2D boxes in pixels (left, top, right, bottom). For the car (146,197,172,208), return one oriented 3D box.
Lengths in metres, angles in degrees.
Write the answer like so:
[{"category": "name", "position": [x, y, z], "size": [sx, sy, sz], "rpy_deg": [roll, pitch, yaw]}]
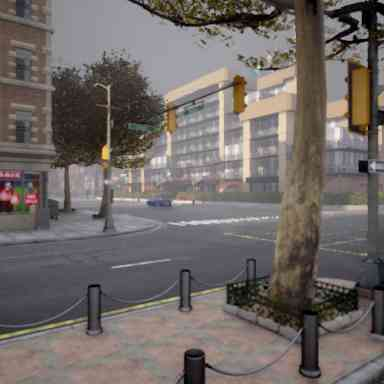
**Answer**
[{"category": "car", "position": [-4.775, 1.472, 47.344], "size": [1.882, 1.535, 5.008], "rpy_deg": [0, 0, -36]}]
